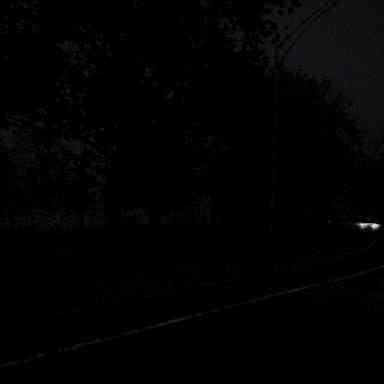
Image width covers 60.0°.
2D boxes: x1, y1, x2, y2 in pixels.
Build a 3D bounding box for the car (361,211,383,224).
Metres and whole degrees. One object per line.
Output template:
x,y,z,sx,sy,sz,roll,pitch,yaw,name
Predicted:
21.454,2.958,38.749,4.181,1.385,1.994,3,-2,-39,car
